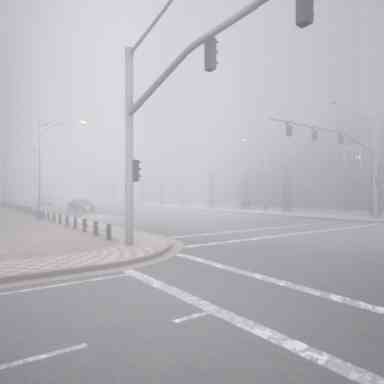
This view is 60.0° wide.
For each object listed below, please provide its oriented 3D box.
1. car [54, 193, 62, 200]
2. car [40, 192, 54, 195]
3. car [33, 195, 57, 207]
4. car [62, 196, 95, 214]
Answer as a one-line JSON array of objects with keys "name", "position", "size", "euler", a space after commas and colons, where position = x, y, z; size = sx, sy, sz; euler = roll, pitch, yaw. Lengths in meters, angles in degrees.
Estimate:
[{"name": "car", "position": [-34.568, 1.468, 86.358], "size": [1.812, 1.442, 4.674], "euler": [0, 0, -35]}, {"name": "car", "position": [-37.225, 1.168, 84.047], "size": [2.150, 2.045, 5.566], "euler": [0, 0, -35]}, {"name": "car", "position": [-22.565, 1.524, 50.590], "size": [2.033, 1.411, 5.357], "euler": [0, 0, -35]}, {"name": "car", "position": [-11.565, 1.436, 34.541], "size": [2.128, 1.511, 4.902], "euler": [0, 0, -35]}]
